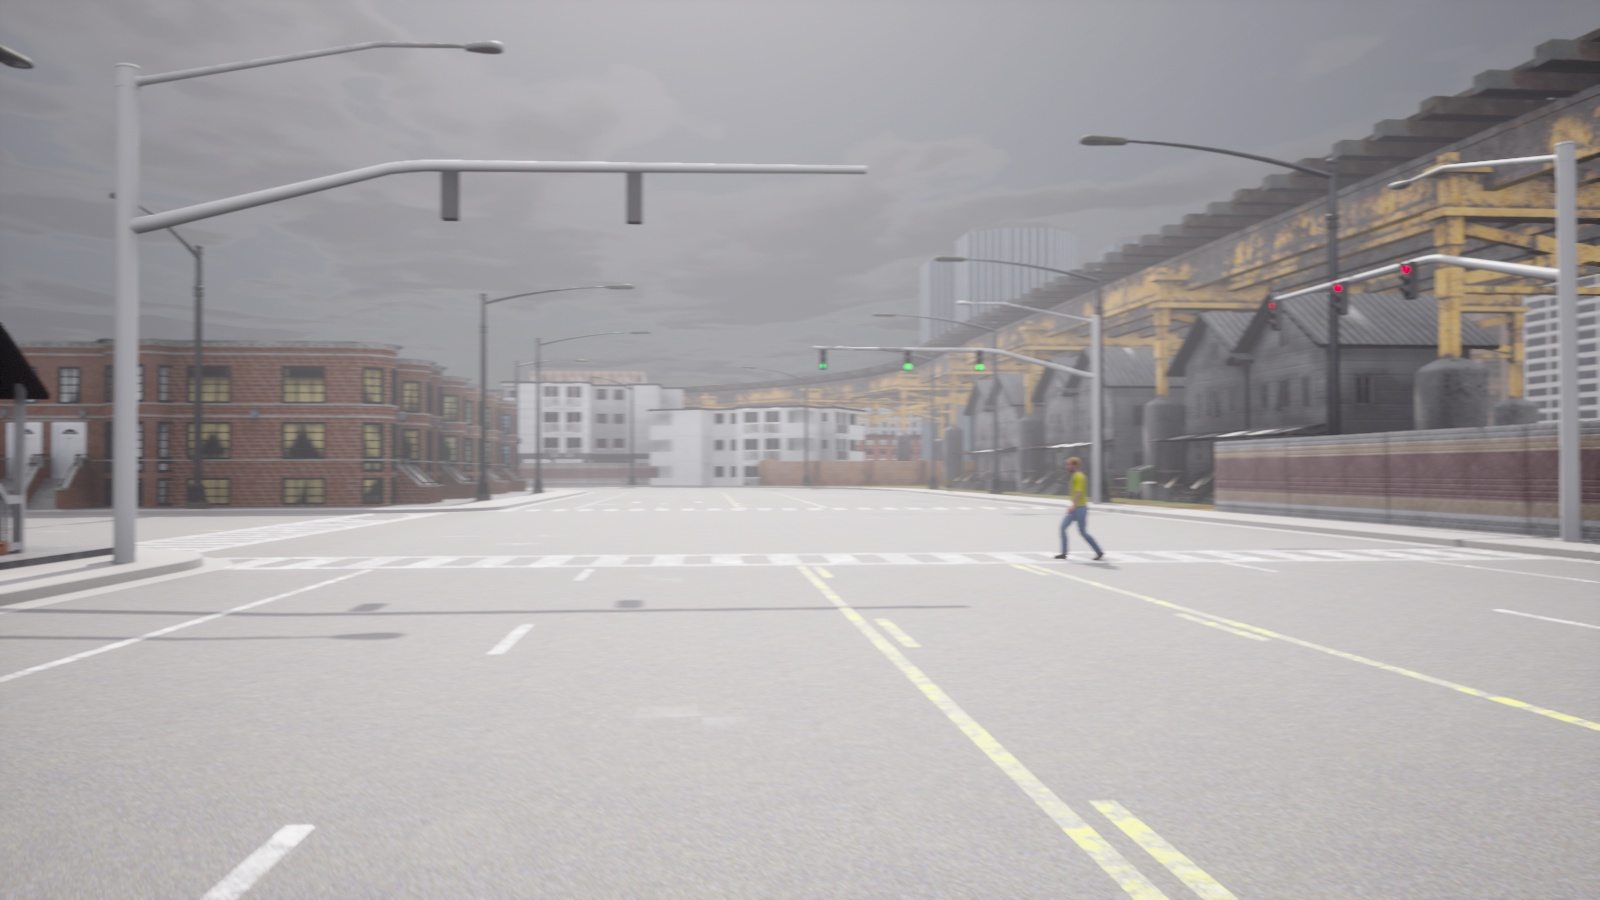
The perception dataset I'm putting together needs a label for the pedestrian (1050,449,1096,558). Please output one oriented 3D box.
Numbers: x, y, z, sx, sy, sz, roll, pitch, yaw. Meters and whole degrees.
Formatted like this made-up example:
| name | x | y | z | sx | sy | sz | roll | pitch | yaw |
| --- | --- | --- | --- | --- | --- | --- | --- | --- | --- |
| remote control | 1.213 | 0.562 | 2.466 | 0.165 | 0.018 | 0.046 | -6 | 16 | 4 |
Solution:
| name | x | y | z | sx | sy | sz | roll | pitch | yaw |
| --- | --- | --- | --- | --- | --- | --- | --- | --- | --- |
| pedestrian | 4.683 | 0.914 | 21.581 | 0.706 | 1.836 | 0.354 | -1 | -1 | 4 |
